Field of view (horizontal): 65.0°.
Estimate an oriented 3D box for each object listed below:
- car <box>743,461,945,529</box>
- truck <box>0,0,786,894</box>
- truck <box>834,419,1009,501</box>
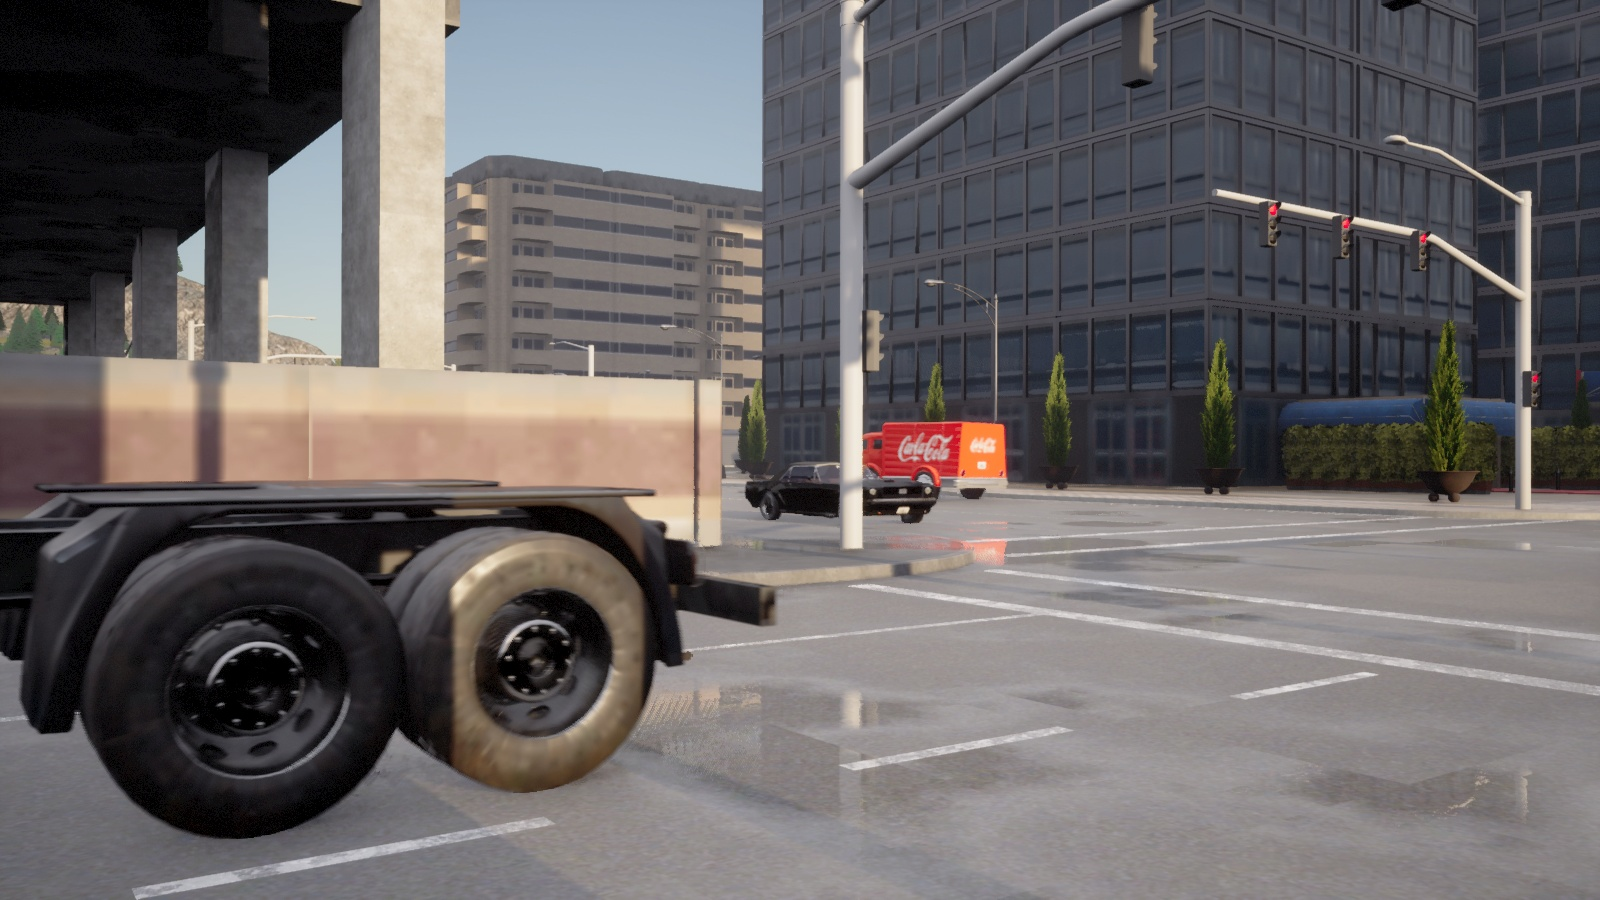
[{"bbox_3d":[0.835,0.910,27.149,1.895,1.301,4.718,0,0,-35],"label":"car"},{"bbox_3d":[-4.153,-0.216,5.036,7.936,3.462,2.891,0,0,-35],"label":"truck"},{"bbox_3d":[3.866,0.348,40.632,2.627,2.467,5.204,1,-1,-42],"label":"truck"}]
